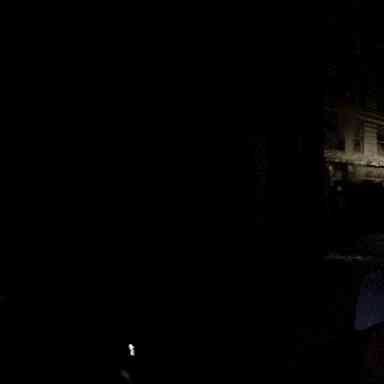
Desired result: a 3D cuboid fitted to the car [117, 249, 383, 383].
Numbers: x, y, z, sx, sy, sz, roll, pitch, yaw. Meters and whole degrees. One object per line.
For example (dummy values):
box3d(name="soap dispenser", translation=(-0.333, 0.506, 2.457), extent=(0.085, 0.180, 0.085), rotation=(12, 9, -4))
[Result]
box3d(name="car", translation=(1.836, 1.548, 4.381), extent=(5.357, 1.411, 2.033), rotation=(0, 0, -35))
